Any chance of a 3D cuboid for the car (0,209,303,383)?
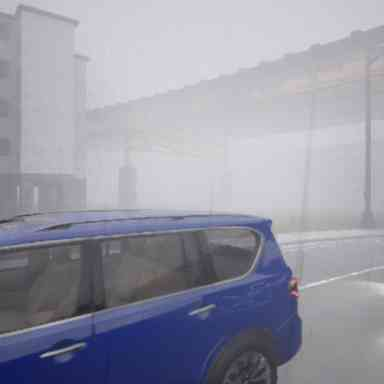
[{"bbox_3d":[-1.338,1.225,3.053,5.566,2.045,2.150,0,0,-35],"label":"car"}]
